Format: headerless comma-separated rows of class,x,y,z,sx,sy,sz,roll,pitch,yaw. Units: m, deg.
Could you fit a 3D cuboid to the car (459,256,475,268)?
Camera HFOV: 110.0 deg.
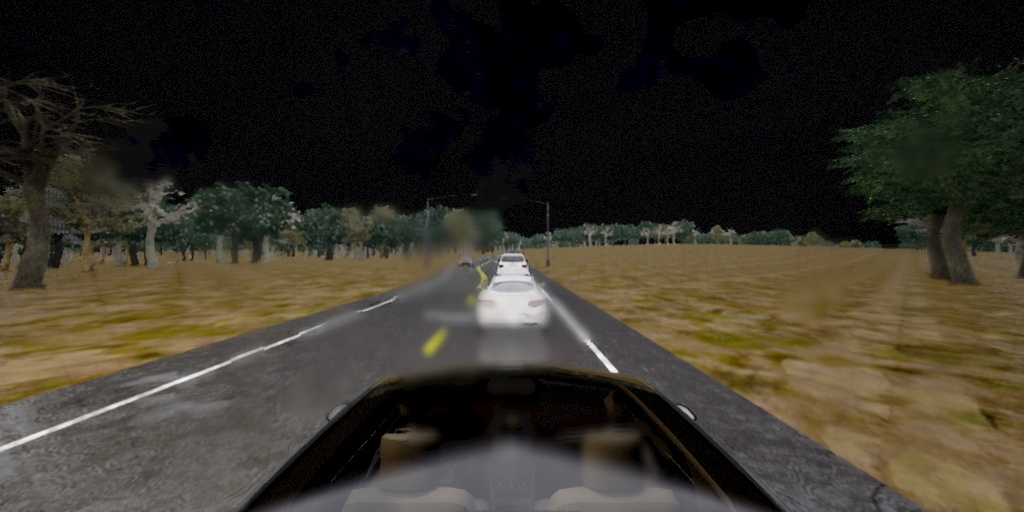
car,-6.597,0.804,52.887,2.097,1.767,4.553,0,1,-4

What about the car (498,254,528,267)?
car,0.072,0.850,27.470,2.150,2.045,5.566,0,1,0

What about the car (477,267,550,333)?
car,0.051,1.234,10.504,1.812,1.442,4.674,0,0,1
